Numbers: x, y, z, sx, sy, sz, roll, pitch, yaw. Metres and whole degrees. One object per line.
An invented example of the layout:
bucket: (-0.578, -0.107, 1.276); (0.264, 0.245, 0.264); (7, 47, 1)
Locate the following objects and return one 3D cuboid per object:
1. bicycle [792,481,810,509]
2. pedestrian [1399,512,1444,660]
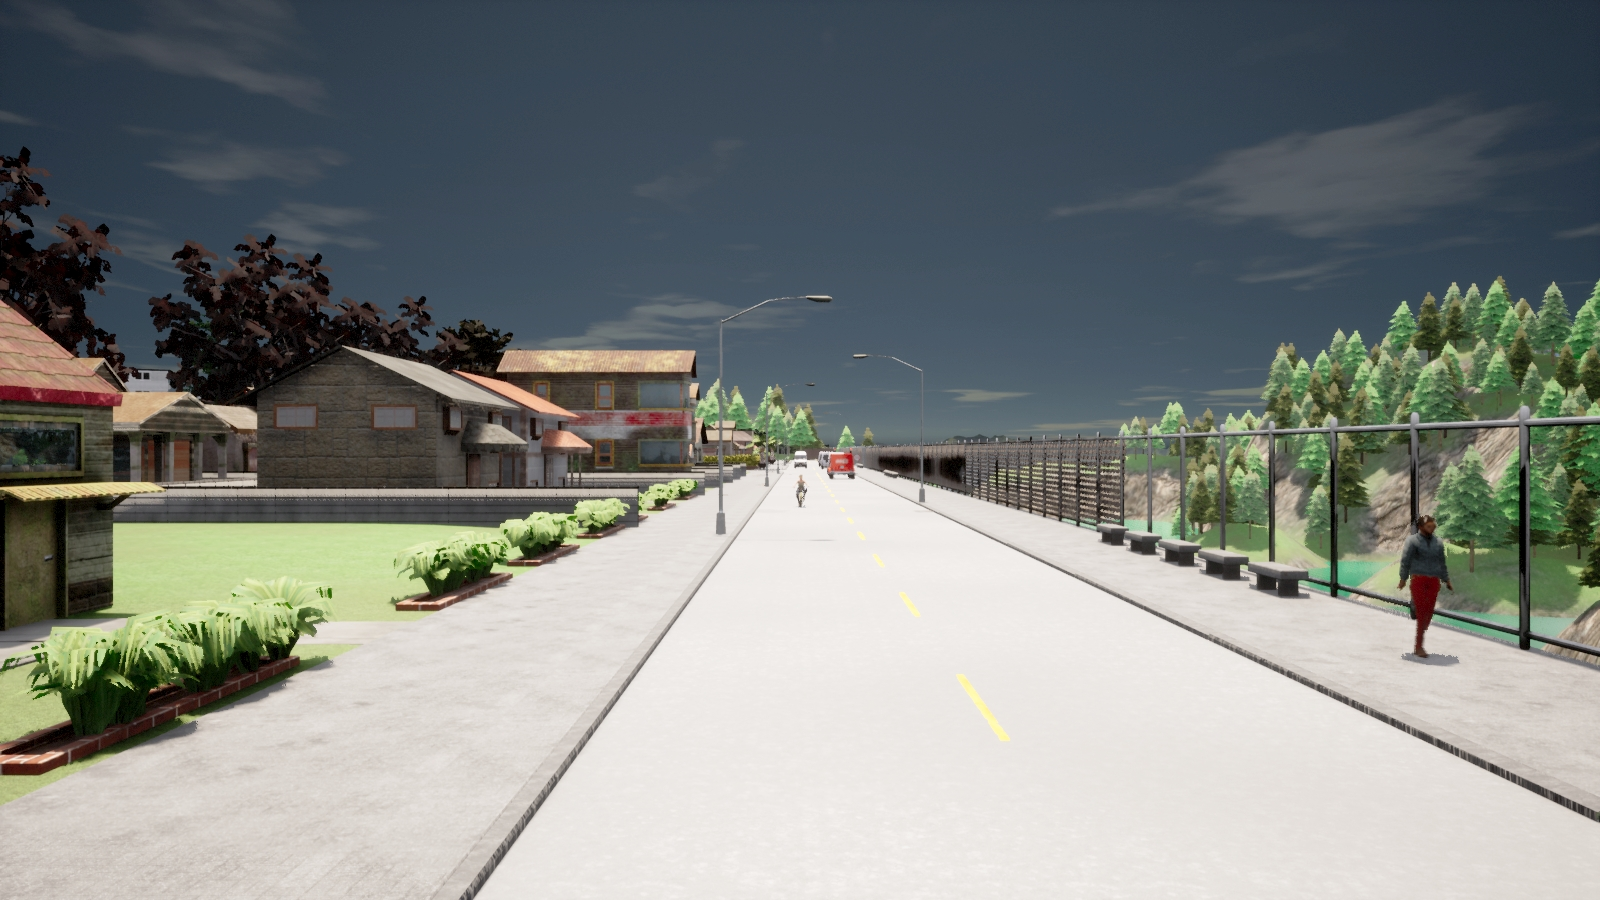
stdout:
bicycle: (0.054, 2.158, 55.286); (0.859, 1.276, 1.487); (0, 0, 0)
pedestrian: (8.007, 1.743, 14.732); (0.375, 1.860, 0.375); (0, 0, -1)
